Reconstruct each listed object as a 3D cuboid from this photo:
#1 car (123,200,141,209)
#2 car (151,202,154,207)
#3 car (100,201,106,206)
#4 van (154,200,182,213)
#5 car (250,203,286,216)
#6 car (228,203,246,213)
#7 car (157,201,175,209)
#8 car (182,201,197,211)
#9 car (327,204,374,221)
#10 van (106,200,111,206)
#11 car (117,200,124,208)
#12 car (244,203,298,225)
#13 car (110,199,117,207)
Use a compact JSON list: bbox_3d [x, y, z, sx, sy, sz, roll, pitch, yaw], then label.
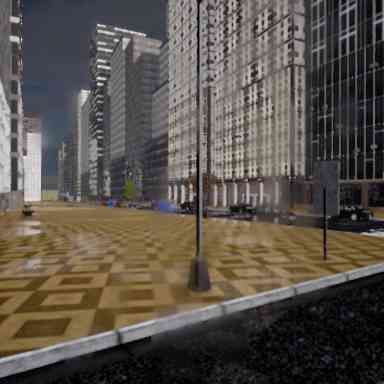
[{"bbox_3d":[-10.708,2.476,61.576,2.008,1.369,4.403,-1,-1,-26],"label":"car"},{"bbox_3d":[-8.041,2.740,75.347,1.802,1.307,4.206,-1,-1,-26],"label":"car"},{"bbox_3d":[-22.914,2.995,86.910,1.887,1.381,4.507,-1,-1,-26],"label":"car"},{"bbox_3d":[-3.389,1.961,46.379,1.690,1.788,3.998,-1,-1,-26],"label":"van"},{"bbox_3d":[9.047,2.011,39.879,1.947,1.339,4.313,-1,-1,-26],"label":"car"},{"bbox_3d":[6.606,2.110,44.946,1.947,1.339,4.313,-1,-1,-26],"label":"car"},{"bbox_3d":[-4.980,2.481,62.822,1.994,1.385,4.181,0,-1,-26],"label":"car"},{"bbox_3d":[-0.503,2.236,53.632,1.837,1.490,4.892,0,-1,-25],"label":"car"},{"bbox_3d":[13.930,1.801,29.745,2.008,1.369,4.403,-1,-1,-26],"label":"car"},{"bbox_3d":[-18.036,2.580,76.778,1.690,1.788,3.998,-1,-1,-26],"label":"van"},{"bbox_3d":[-13.077,2.551,66.491,1.752,1.417,4.829,-1,-1,-26],"label":"car"},{"bbox_3d":[6.380,1.776,26.108,2.008,1.369,4.403,-1,-1,-26],"label":"car"},{"bbox_3d":[-15.591,2.678,71.710,1.887,1.381,4.507,-1,-1,-26],"label":"car"}]
